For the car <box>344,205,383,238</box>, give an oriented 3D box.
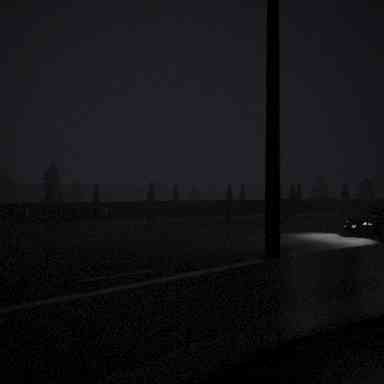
[{"bbox_3d":[10.206,1.457,17.432,4.892,1.490,1.837,0,0,-24],"label":"car"}]
